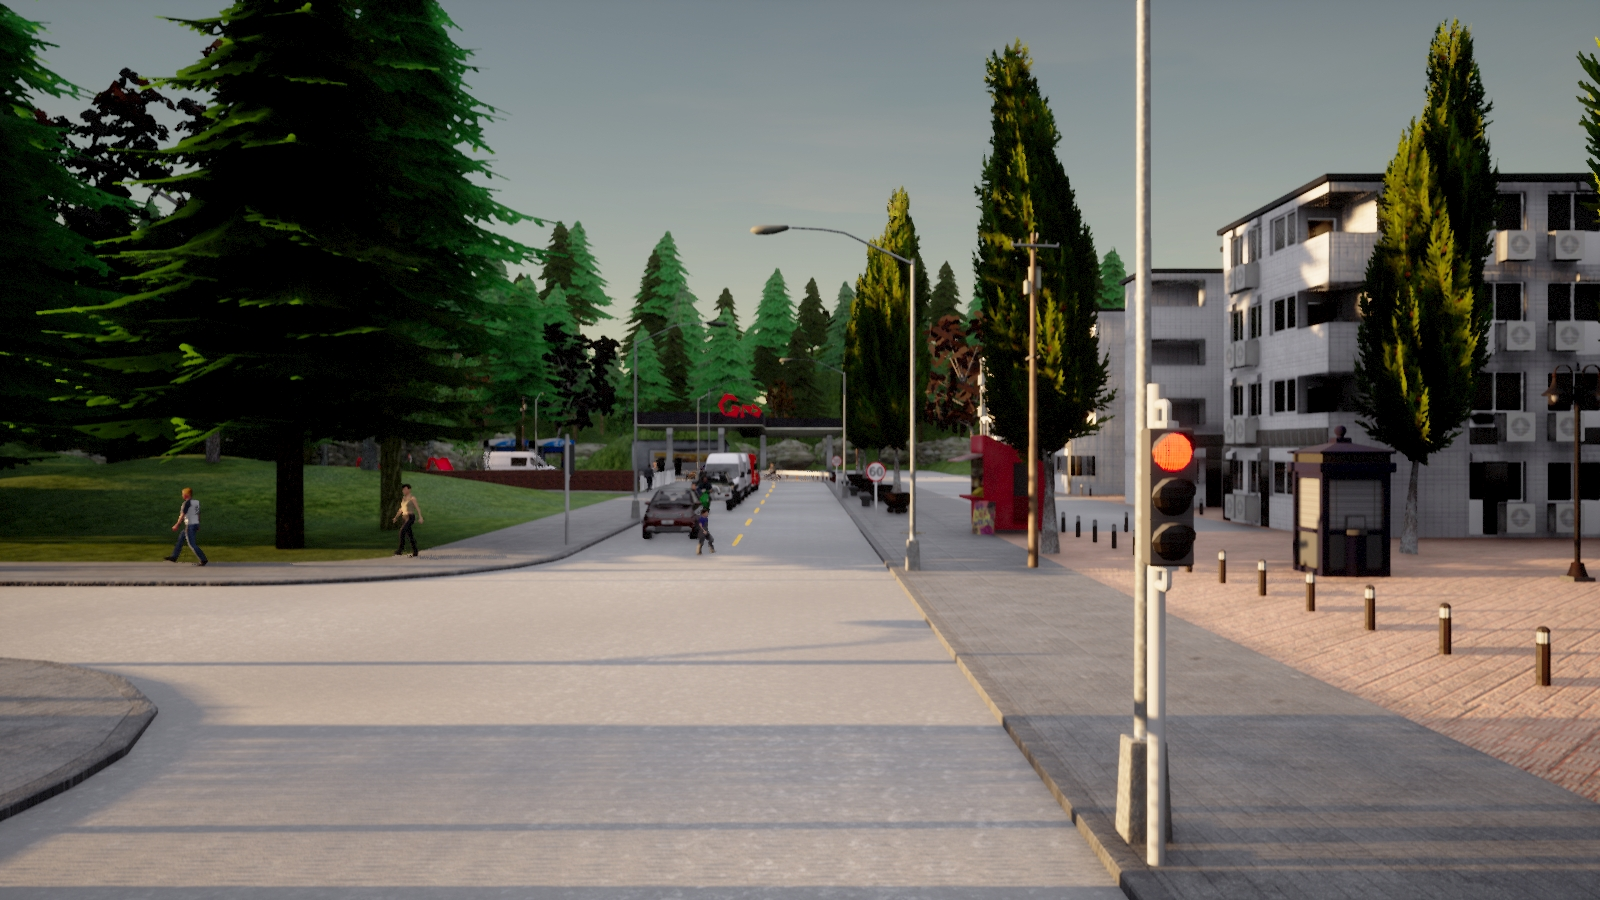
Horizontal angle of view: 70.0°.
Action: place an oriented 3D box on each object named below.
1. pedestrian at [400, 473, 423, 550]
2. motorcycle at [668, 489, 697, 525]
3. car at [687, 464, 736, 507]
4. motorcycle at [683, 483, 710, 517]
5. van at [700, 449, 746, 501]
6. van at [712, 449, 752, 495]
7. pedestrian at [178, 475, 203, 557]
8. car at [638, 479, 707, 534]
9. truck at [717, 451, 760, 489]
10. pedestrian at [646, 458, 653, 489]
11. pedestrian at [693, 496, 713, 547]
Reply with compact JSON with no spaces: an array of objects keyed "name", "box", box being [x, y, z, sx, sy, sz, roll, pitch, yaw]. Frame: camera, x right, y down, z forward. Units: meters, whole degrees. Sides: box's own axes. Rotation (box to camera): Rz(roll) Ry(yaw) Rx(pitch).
[{"name":"pedestrian","box":[-9.539,1.497,28.061,0.375,1.860,0.375,0,0,36]},{"name":"motorcycle","box":[-4.023,1.954,39.229,0.803,1.145,2.033,0,0,0]},{"name":"car","box":[-4.052,1.590,53.089,1.932,1.855,4.605,0,0,0]},{"name":"motorcycle","box":[-3.993,1.918,44.158,0.856,1.236,1.805,0,0,0]},{"name":"van","box":[-3.997,1.254,60.156,1.988,2.561,5.915,0,0,0]},{"name":"van","box":[-3.986,1.246,67.850,1.988,2.561,5.915,0,0,0]},{"name":"pedestrian","box":[-13.946,1.497,26.128,0.375,1.860,0.375,0,0,-2]},{"name":"car","box":[-4.004,1.768,36.493,1.789,1.549,3.705,0,0,0]},{"name":"truck","box":[-4.021,1.273,75.254,2.627,2.467,5.204,0,0,-1]},{"name":"pedestrian","box":[-9.288,1.454,70.450,0.375,1.860,0.375,0,0,6]},{"name":"pedestrian","box":[-2.539,1.878,29.937,0.375,1.300,0.375,0,0,28]}]
